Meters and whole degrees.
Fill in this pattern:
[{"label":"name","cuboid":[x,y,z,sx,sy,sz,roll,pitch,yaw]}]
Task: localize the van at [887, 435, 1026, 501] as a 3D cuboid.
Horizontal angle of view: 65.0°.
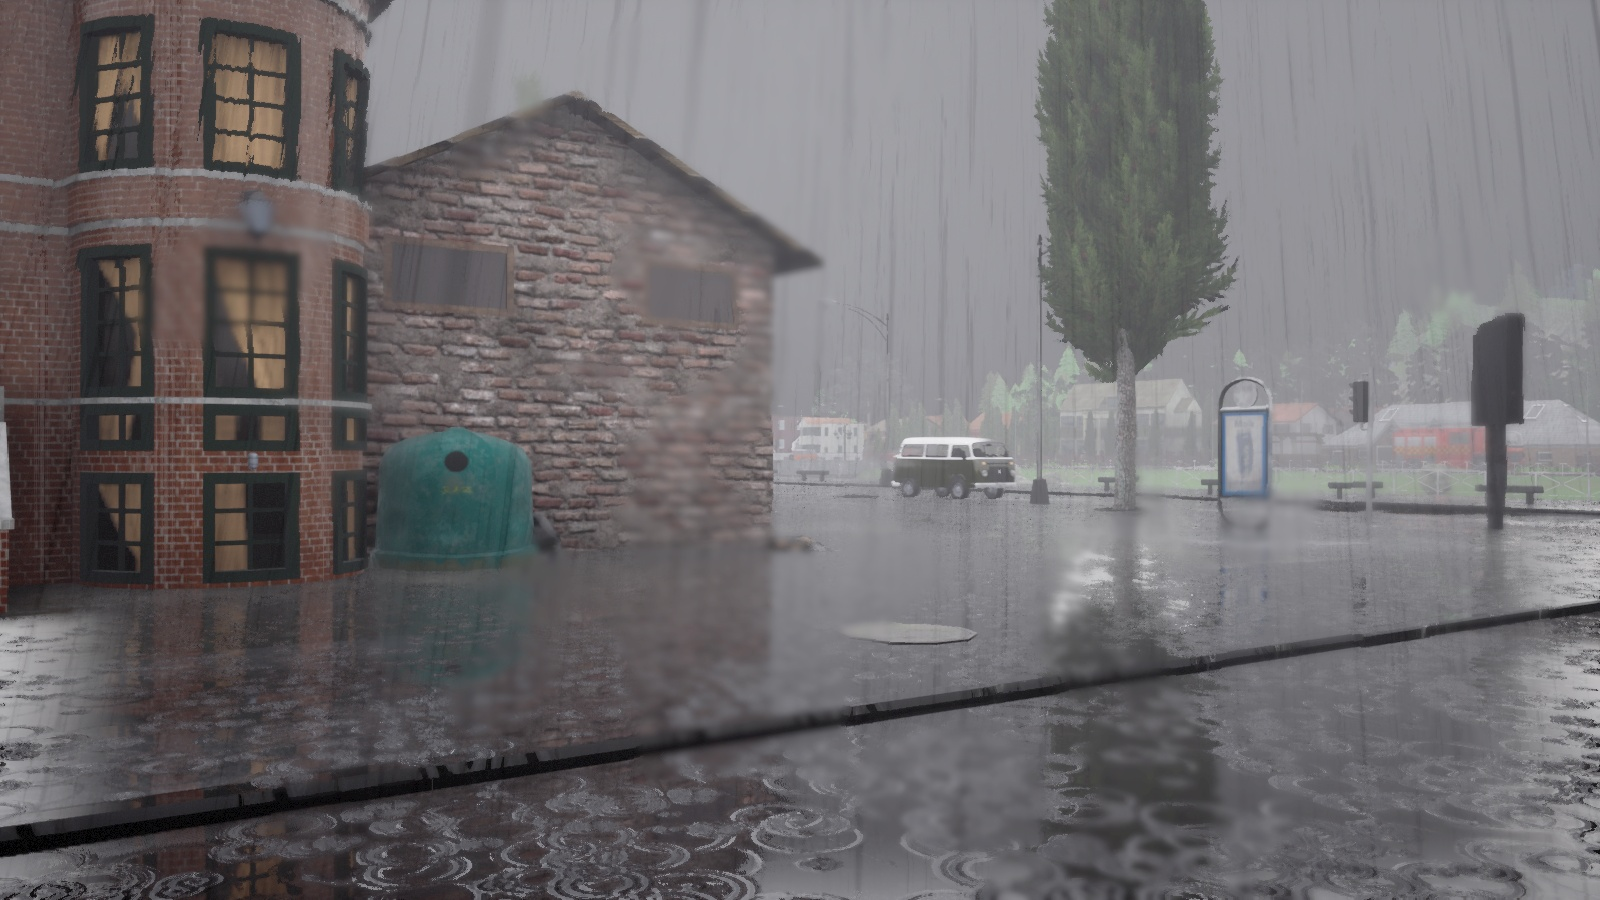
[{"label":"van","cuboid":[5.063,0.558,41.224,2.069,2.038,4.480,0,0,-35]}]
